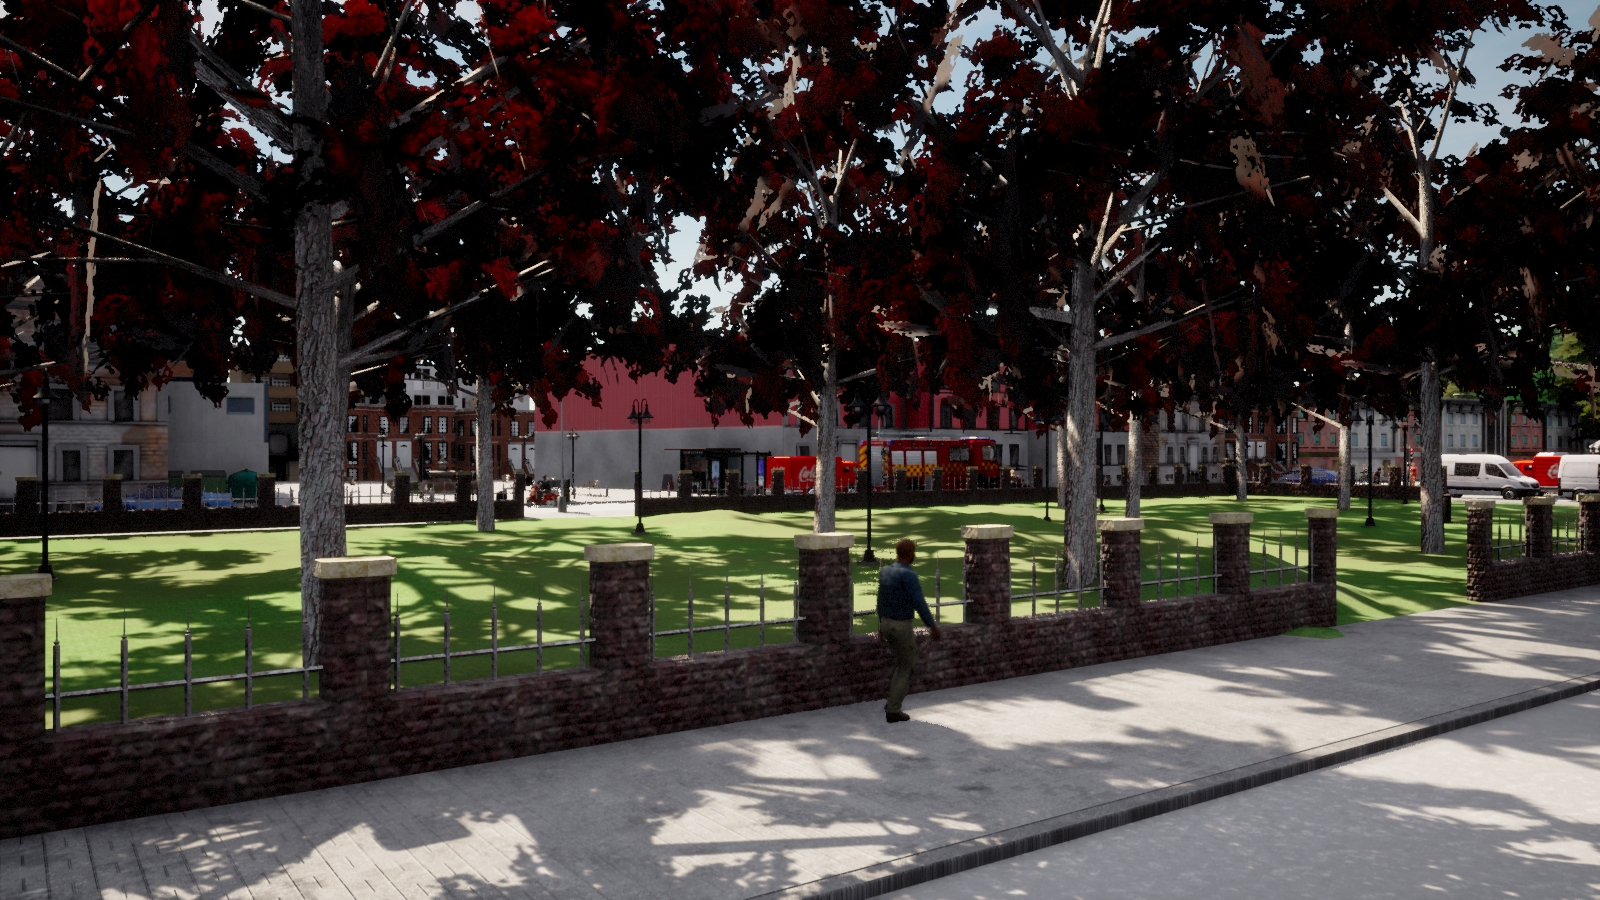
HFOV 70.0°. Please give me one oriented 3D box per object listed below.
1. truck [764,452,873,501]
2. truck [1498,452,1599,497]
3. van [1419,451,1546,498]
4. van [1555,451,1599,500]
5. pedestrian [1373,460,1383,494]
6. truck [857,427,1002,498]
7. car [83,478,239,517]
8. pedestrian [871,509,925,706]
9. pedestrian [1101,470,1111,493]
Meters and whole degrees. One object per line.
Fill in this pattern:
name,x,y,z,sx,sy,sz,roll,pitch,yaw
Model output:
truck,0.982,1.348,60.339,5.204,2.467,2.627,0,0,-35
truck,43.313,1.345,65.355,2.627,2.467,5.204,0,0,-35
van,38.735,1.314,65.046,1.988,2.561,5.915,0,0,-34
van,42.801,1.314,59.145,1.988,2.561,5.915,0,0,-34
pedestrian,32.562,1.523,64.362,0.375,1.860,0.375,0,0,-35
truck,7.473,0.671,65.186,8.468,3.827,2.891,0,0,-35
car,-25.919,1.886,46.406,5.357,1.411,2.033,0,0,-35
pedestrian,0.960,1.525,11.237,0.375,1.860,0.375,0,0,-35
pedestrian,17.708,1.804,66.158,0.375,1.300,0.375,0,0,-35
